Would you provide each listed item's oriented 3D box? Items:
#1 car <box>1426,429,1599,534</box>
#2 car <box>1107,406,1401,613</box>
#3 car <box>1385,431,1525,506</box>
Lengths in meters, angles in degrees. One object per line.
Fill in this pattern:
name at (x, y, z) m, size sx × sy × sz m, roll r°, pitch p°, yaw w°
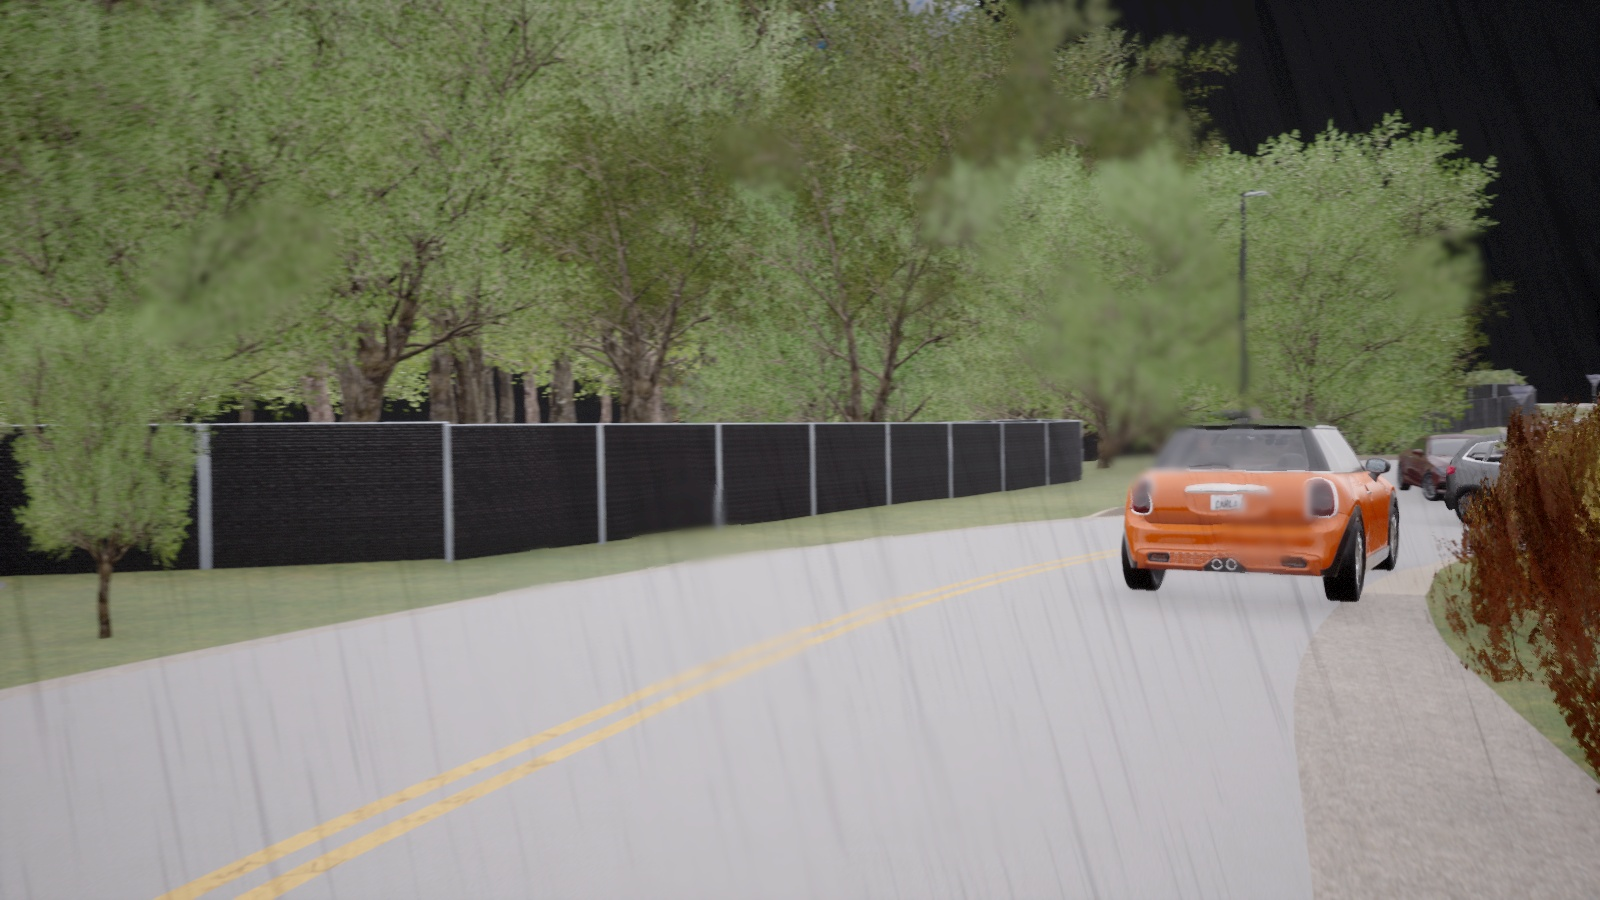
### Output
car at (13.468, 0.484, 21.379) m, size 2.242 × 1.667 × 4.611 m, roll -1°, pitch 1°, yaw -25°
car at (4.949, 0.491, 13.218) m, size 2.097 × 1.767 × 4.553 m, roll 0°, pitch 1°, yaw 31°
car at (15.190, 0.369, 29.391) m, size 1.812 × 1.442 × 4.674 m, roll -1°, pitch 3°, yaw 13°
